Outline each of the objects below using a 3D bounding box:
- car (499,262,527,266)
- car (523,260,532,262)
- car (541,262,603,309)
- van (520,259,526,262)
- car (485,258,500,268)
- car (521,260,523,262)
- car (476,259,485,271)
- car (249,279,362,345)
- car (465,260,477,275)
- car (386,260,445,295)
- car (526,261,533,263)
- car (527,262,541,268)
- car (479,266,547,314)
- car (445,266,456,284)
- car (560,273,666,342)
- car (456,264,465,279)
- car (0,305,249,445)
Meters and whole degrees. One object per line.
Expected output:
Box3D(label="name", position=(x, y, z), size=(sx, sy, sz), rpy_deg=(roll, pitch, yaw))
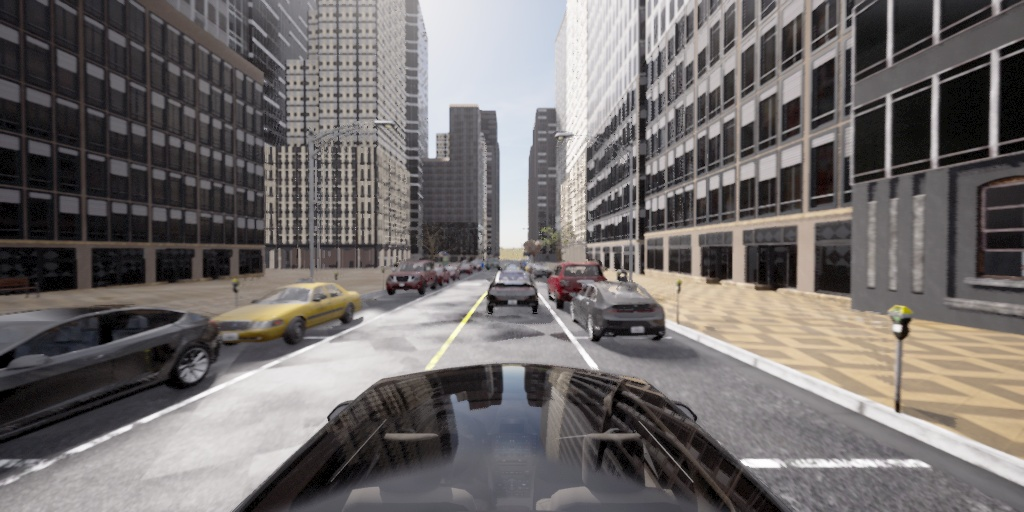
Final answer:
Box3D(label="car", position=(0.045, 1.465, 29.971), size=(1.812, 1.442, 4.674), rpy_deg=(0, 0, 1))
Box3D(label="car", position=(2.685, 1.597, 49.382), size=(1.751, 1.417, 4.829), rpy_deg=(0, 0, 0))
Box3D(label="car", position=(2.689, 1.156, 15.462), size=(2.192, 1.841, 5.009), rpy_deg=(0, 0, 0))
Box3D(label="van", position=(2.683, 1.489, 60.462), size=(1.690, 1.789, 3.998), rpy_deg=(0, 0, 0))
Box3D(label="car", position=(-3.067, 1.356, 58.552), size=(2.150, 2.045, 5.566), rpy_deg=(0, 0, 1))
Box3D(label="car", position=(2.684, 1.675, 54.837), size=(1.948, 1.339, 4.313), rpy_deg=(0, 0, 0))
Box3D(label="car", position=(-5.698, 1.549, 54.835), size=(1.967, 1.591, 4.097), rpy_deg=(0, 0, 0))
Box3D(label="car", position=(-5.691, 1.329, 9.666), size=(1.751, 1.417, 4.829), rpy_deg=(0, 0, 0))
Box3D(label="car", position=(-5.696, 1.577, 43.585), size=(1.888, 1.381, 4.507), rpy_deg=(0, 0, 0))
Box3D(label="car", position=(-5.693, 1.194, 21.086), size=(2.192, 1.841, 5.009), rpy_deg=(0, 0, 0))
Box3D(label="car", position=(2.686, 1.539, 37.962), size=(1.888, 1.381, 4.507), rpy_deg=(0, 0, 0))
Box3D(label="car", position=(2.687, 1.506, 32.336), size=(2.007, 1.370, 4.403), rpy_deg=(0, 0, 0))
Box3D(label="car", position=(0.040, 1.325, 14.235), size=(2.128, 1.511, 4.902), rpy_deg=(0, 0, 1))
Box3D(label="car", position=(-5.694, 1.462, 26.711), size=(1.888, 1.381, 4.507), rpy_deg=(0, 0, 0))
Box3D(label="car", position=(2.690, 1.355, 9.837), size=(2.007, 1.370, 4.403), rpy_deg=(0, 0, 0))
Box3D(label="car", position=(-5.695, 1.537, 32.335), size=(1.802, 1.307, 4.207), rpy_deg=(0, 0, 0))
Box3D(label="car", position=(-5.690, 1.332, 4.211), size=(1.948, 1.339, 4.313), rpy_deg=(0, 0, 0))
